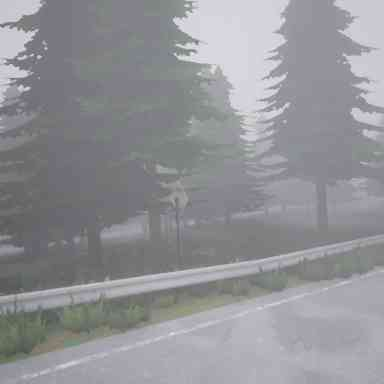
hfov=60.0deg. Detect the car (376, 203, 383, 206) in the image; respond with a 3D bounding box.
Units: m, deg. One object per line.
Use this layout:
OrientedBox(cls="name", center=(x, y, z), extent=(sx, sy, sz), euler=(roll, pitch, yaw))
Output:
OrientedBox(cls="car", center=(31.162, 2.323, 52.251), extent=(2.033, 1.411, 5.357), euler=(-4, -2, -9))
